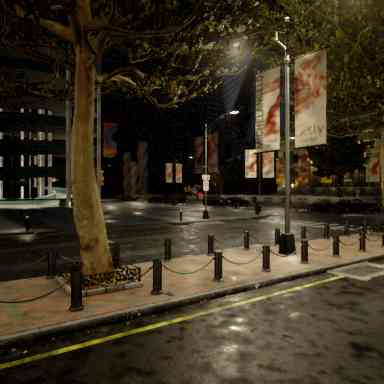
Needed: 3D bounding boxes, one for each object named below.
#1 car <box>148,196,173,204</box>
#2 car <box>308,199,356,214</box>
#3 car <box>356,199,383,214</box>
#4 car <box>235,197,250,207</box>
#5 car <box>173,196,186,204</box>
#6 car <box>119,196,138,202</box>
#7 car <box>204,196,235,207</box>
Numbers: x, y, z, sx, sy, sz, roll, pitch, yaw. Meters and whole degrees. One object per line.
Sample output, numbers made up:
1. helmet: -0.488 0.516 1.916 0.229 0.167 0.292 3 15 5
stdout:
1. car: -6.363 1.477 63.528 1.882 1.535 5.008 0 0 -43
2. car: 14.376 1.564 34.954 1.994 1.385 4.181 0 0 -35
3. car: 17.957 1.491 35.950 2.128 1.511 4.902 0 0 -35
4. car: 6.883 1.505 51.635 1.837 1.490 4.892 0 0 -35
5. car: -3.369 1.547 65.781 2.033 1.411 5.357 0 0 -39
6. car: -14.182 1.513 74.145 4.674 1.442 1.812 0 0 30
7. car: 3.752 1.352 49.990 2.097 1.767 4.553 0 0 -35
